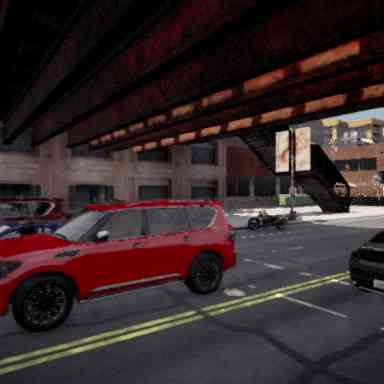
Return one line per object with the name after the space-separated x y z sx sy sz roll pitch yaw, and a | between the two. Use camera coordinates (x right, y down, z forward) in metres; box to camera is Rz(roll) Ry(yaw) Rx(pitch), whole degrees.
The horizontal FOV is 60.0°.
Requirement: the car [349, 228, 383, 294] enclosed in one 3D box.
5.535 1.479 7.603 4.892 1.490 1.837 0 0 -35 | car

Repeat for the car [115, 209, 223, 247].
-0.973 1.571 15.570 4.718 1.301 1.895 0 0 -36 | car

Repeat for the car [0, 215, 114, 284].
-4.727 1.522 9.186 4.674 1.442 1.812 0 0 -35 | car

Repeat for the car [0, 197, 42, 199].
-6.971 1.227 11.241 5.566 2.045 2.435 0 0 -36 | car

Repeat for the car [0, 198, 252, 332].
-1.522 1.213 7.183 5.566 2.045 2.150 0 0 -35 | car
